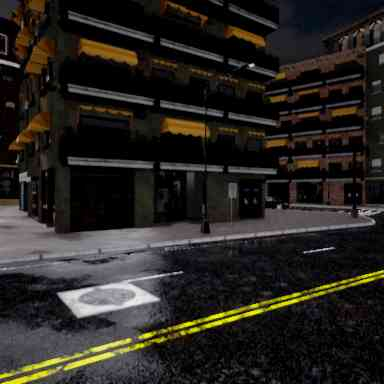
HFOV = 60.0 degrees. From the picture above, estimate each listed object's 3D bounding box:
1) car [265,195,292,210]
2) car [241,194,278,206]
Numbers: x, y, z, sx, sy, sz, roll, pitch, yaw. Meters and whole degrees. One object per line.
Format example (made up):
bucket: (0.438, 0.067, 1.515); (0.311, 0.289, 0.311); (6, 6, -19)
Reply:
car: (8.233, 1.148, 34.887); (4.403, 1.369, 2.008); (1, 0, 38)
car: (9.109, 1.055, 44.868); (4.403, 1.369, 2.008); (1, 0, 38)
